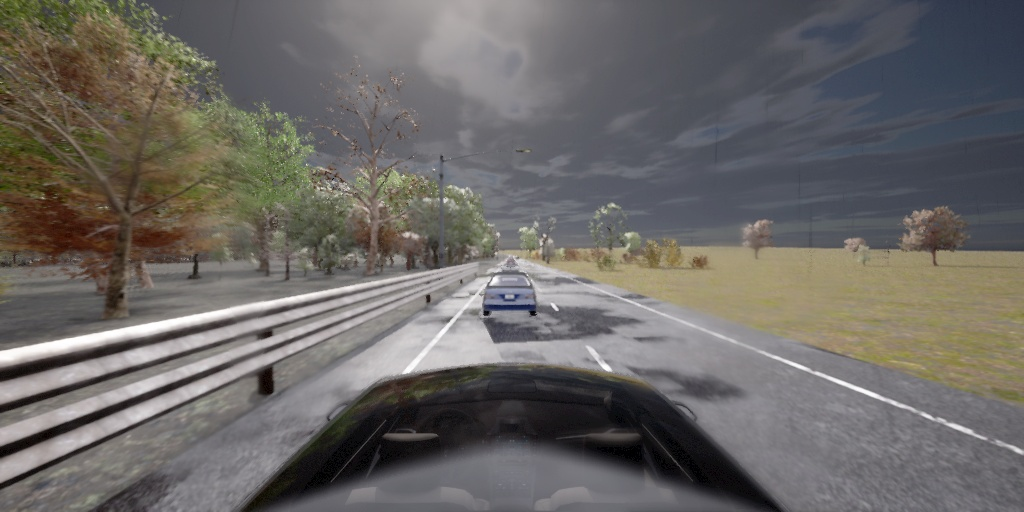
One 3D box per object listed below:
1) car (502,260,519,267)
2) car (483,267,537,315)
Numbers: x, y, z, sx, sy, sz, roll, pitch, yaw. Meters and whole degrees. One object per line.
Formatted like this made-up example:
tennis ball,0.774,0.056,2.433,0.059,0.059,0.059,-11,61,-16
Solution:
car,-0.129,1.358,39.606,1.895,1.301,4.718,0,0,0
car,-0.081,1.302,13.573,2.033,1.411,5.357,0,0,0
